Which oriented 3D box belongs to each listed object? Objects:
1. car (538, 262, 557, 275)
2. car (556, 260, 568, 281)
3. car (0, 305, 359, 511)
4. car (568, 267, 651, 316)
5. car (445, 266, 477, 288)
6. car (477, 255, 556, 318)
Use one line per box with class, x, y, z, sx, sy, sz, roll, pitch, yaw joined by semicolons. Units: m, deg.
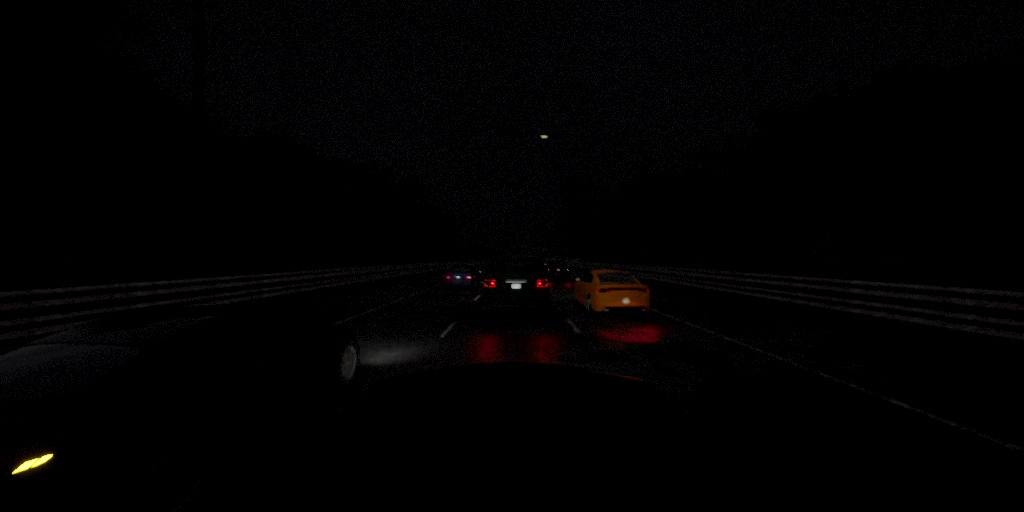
car;4.251;1.436;43.492;2.033;1.411;5.357;0;0;2
car;3.861;1.178;31.491;2.097;1.767;4.553;0;0;2
car;-3.410;1.278;3.980;1.812;1.442;4.674;0;0;0
car;3.546;1.247;13.553;1.882;1.535;5.008;0;0;0
car;-3.207;1.345;24.233;2.033;1.411;5.357;0;0;1
car;0.145;0.989;13.194;2.150;2.045;5.566;0;0;0
